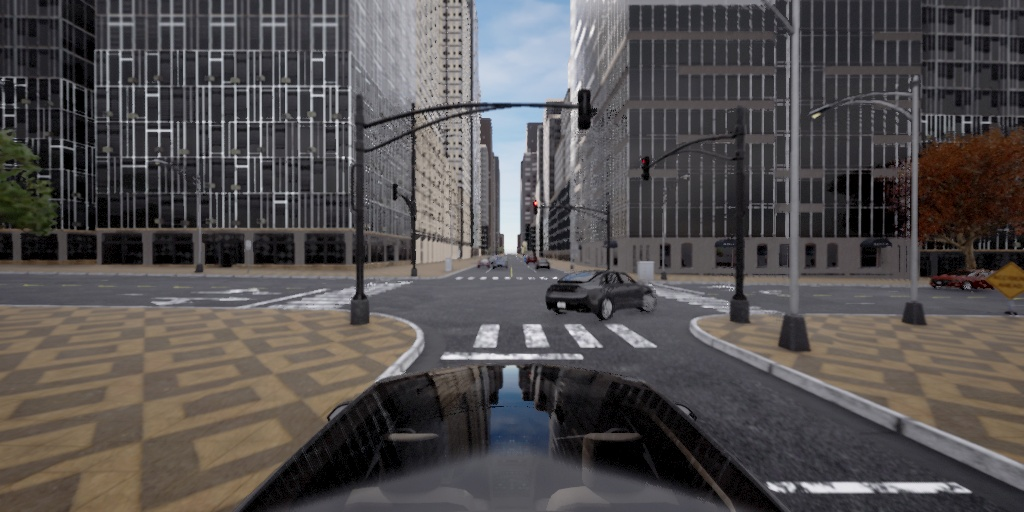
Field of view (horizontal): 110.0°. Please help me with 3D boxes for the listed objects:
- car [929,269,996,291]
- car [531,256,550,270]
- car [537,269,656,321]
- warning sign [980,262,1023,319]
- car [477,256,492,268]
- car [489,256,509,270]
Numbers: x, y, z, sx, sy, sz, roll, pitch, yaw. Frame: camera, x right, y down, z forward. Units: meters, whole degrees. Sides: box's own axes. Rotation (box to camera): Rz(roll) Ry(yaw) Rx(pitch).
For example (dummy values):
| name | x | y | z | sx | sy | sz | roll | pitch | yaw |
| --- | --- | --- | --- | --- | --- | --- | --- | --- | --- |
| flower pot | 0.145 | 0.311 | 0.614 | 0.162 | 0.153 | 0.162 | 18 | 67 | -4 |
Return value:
| name | x | y | z | sx | sy | sz | roll | pitch | yaw |
| --- | --- | --- | --- | --- | --- | --- | --- | --- | --- |
| car | 33.197 | 1.705 | 25.874 | 5.008 | 1.535 | 1.882 | 1 | 0 | -3 |
| car | 3.904 | 1.066 | 46.214 | 1.948 | 1.339 | 4.313 | 0 | 0 | 0 |
| car | 3.197 | 1.247 | 12.407 | 4.892 | 1.490 | 1.837 | 1 | -3 | -45 |
| warning sign | 17.269 | 1.141 | 12.420 | 1.060 | 1.860 | 1.300 | 0 | 0 | -3 |
| car | -4.052 | 1.048 | 51.703 | 1.802 | 1.307 | 4.207 | 0 | 0 | 0 |
| car | -1.548 | 1.059 | 47.037 | 1.994 | 1.385 | 4.181 | 0 | 0 | 0 |
